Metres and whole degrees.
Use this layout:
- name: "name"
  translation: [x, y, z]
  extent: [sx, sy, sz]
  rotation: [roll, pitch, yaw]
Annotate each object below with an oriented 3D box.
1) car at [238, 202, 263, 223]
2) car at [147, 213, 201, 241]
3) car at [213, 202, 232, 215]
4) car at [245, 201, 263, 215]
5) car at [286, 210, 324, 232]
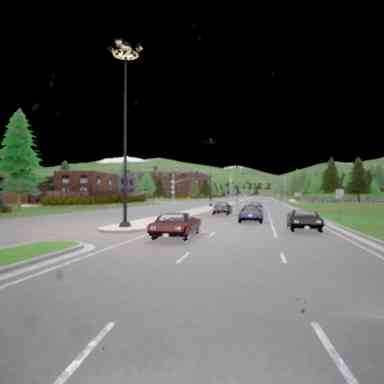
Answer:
- name: "car"
  translation: [4.923, 1.798, 27.760]
  extent: [1.994, 1.385, 4.181]
  rotation: [0, 0, 12]
- name: "car"
  translation: [-0.768, 1.744, 17.678]
  extent: [1.895, 1.301, 4.718]
  rotation: [0, 0, 11]
- name: "car"
  translation: [3.538, 1.862, 38.099]
  extent: [2.033, 1.411, 5.357]
  rotation: [0, 0, 12]
- name: "car"
  translation: [7.624, 1.889, 40.503]
  extent: [2.033, 1.411, 5.357]
  rotation: [0, 0, 12]
- name: "car"
  translation: [7.171, 1.787, 21.516]
  extent: [1.895, 1.301, 4.718]
  rotation: [0, 0, 12]
